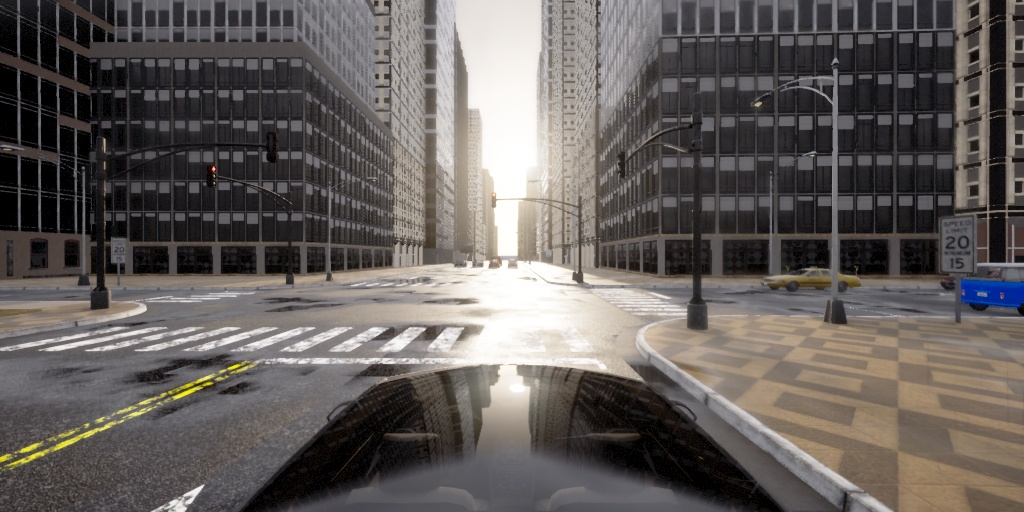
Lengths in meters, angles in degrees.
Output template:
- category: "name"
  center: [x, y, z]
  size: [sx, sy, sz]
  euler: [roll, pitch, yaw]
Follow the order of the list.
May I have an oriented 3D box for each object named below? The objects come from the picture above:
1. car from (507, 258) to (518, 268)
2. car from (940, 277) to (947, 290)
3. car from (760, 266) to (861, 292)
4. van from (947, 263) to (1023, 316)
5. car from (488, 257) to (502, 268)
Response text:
- category: "car"
  center: [0.133, 1.408, 63.330]
  size: [2.033, 1.411, 5.357]
  euler: [0, 0, 0]
- category: "car"
  center: [26.960, 1.356, 20.202]
  size: [4.207, 1.307, 1.802]
  euler: [0, 0, 2]
- category: "car"
  center: [17.127, 1.293, 20.709]
  size: [4.829, 1.417, 1.751]
  euler: [0, 0, 2]
- category: "van"
  center: [18.380, 1.119, 12.534]
  size: [3.998, 1.789, 1.690]
  euler: [0, 0, 2]
- category: "car"
  center: [-3.117, 1.386, 63.337]
  size: [1.812, 1.442, 4.674]
  euler: [0, 0, 0]
